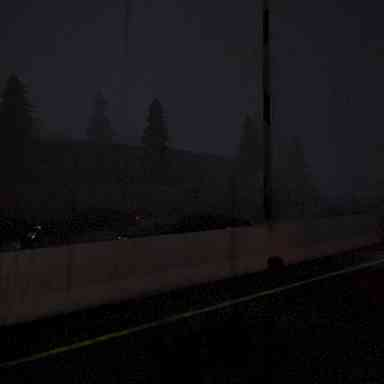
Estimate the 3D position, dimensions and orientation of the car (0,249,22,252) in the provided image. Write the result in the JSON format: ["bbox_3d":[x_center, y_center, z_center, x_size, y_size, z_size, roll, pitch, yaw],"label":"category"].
[{"bbox_3d":[-7.836,1.503,11.309,4.892,1.490,1.837,-1,1,-36],"label":"car"}]

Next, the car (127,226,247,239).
[{"bbox_3d":[-0.072,1.440,12.554,5.357,1.411,2.033,-1,1,-36],"label":"car"}]
